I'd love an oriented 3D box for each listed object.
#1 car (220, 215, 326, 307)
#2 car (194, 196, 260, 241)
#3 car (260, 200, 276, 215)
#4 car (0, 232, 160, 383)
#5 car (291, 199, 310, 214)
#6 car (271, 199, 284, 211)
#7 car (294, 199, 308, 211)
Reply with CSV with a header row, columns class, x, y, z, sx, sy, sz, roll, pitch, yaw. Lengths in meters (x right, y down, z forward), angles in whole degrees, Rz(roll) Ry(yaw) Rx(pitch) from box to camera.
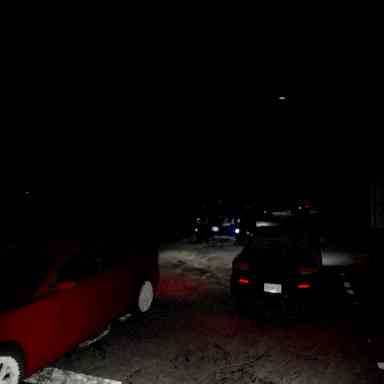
class,x,y,z,sx,sy,sz,roll,pitch,yaw
car,2.162,1.527,8.034,1.812,1.442,4.674,0,0,19
car,1.869,1.224,16.796,2.150,2.045,5.566,0,0,19
car,5.599,1.623,27.749,1.895,1.301,4.718,0,0,19
car,-2.226,1.478,5.086,1.882,1.535,5.008,0,0,20
car,12.204,1.691,37.380,1.994,1.385,4.181,0,-1,19
car,10.664,1.542,42.336,1.994,1.385,4.181,0,-1,19
car,15.380,1.741,46.882,1.882,1.535,5.008,0,-1,19
